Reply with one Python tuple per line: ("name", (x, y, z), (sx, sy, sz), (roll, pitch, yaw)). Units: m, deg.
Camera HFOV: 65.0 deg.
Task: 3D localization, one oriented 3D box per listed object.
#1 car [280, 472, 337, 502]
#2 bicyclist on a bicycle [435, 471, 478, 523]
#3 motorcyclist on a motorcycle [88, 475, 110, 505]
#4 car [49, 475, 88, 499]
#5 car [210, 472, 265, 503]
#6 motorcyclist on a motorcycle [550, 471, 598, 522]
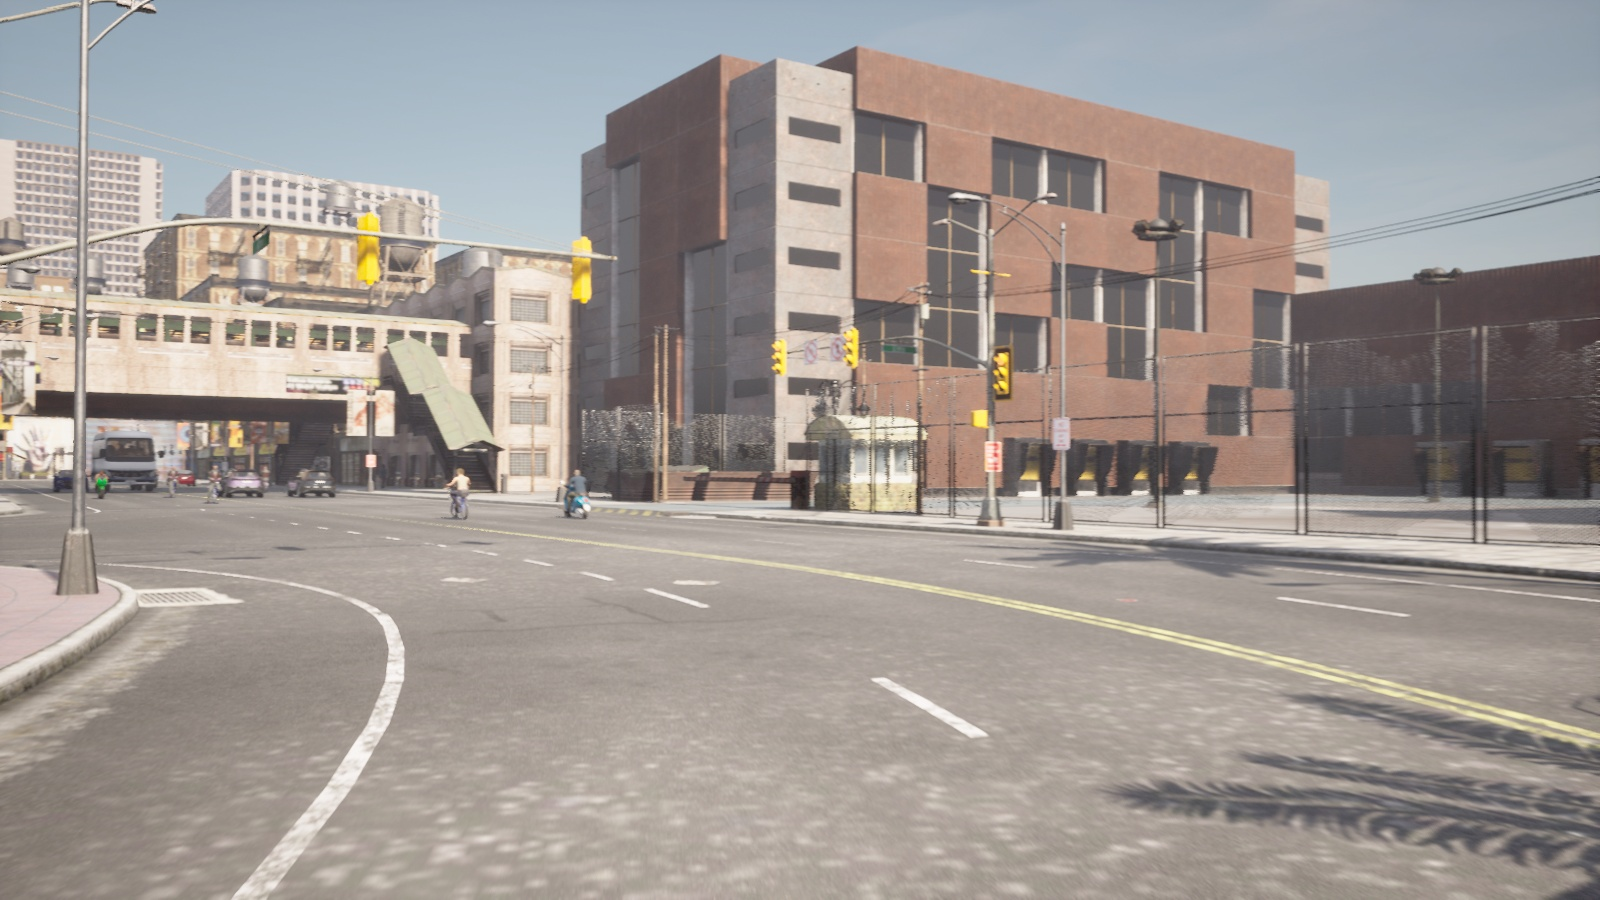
("car", (-27.917, 2.080, 71.262), (2.033, 1.649, 4.856), (0, -1, -34))
("bicyclist on a bicycle", (-10.868, 1.472, 39.744), (0.866, 1.612, 1.509), (0, -1, -34))
("motorcyclist on a motorcycle", (-36.009, 2.059, 64.482), (0.797, 1.523, 2.044), (0, -1, -34))
("car", (-48.274, 2.424, 82.835), (1.882, 1.535, 5.008), (0, -1, -34))
("car", (-31.605, 2.085, 70.470), (2.033, 1.649, 4.856), (0, -1, -34))
("motorcyclist on a motorcycle", (-7.360, 1.489, 40.799), (0.866, 1.590, 1.817), (0, -1, -34))
